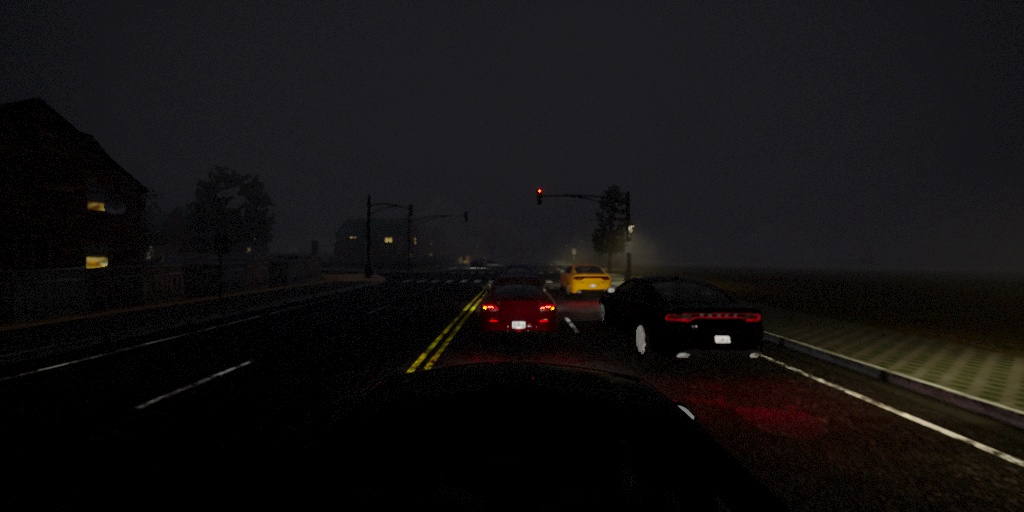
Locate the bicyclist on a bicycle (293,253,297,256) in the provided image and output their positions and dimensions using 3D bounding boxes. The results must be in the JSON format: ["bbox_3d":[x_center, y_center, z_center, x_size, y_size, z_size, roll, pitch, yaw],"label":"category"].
[{"bbox_3d":[-24.255,0.474,40.049,0.582,1.620,1.656,1,0,15],"label":"bicyclist on a bicycle"}]

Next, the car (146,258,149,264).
[{"bbox_3d":[-41.857,0.398,38.855,4.718,1.301,1.895,1,0,16],"label":"car"}]

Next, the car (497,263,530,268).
[{"bbox_3d":[0.279,1.154,18.702,1.812,1.442,4.674,0,0,0],"label":"car"}]

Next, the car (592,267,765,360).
[{"bbox_3d":[3.400,1.179,8.237,1.882,1.535,5.008,0,0,0],"label":"car"}]

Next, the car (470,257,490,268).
[{"bbox_3d":[-5.036,0.969,53.655,2.033,1.411,5.357,0,0,4],"label":"car"}]

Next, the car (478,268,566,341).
[{"bbox_3d":[0.161,1.218,9.595,1.812,1.442,4.674,0,0,1],"label":"car"}]

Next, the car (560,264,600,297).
[{"bbox_3d":[3.530,1.111,17.888,1.882,1.535,5.008,0,0,1],"label":"car"}]

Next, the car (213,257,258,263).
[{"bbox_3d":[-27.084,0.549,34.747,5.008,1.535,1.882,1,0,16],"label":"car"}]
